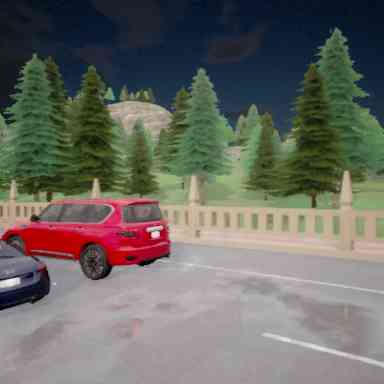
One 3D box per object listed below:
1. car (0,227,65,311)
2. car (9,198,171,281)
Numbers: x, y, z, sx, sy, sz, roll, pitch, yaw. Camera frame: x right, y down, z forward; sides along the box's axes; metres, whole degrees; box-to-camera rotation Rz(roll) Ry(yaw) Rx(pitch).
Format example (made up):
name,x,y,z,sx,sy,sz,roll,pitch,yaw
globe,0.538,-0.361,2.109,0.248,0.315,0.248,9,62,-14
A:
name,x,y,z,sx,sy,sz,roll,pitch,yaw
car,-4.877,1.552,6.835,4.181,1.385,1.994,0,0,31
car,-3.247,1.196,9.985,5.566,2.045,2.150,0,0,31
